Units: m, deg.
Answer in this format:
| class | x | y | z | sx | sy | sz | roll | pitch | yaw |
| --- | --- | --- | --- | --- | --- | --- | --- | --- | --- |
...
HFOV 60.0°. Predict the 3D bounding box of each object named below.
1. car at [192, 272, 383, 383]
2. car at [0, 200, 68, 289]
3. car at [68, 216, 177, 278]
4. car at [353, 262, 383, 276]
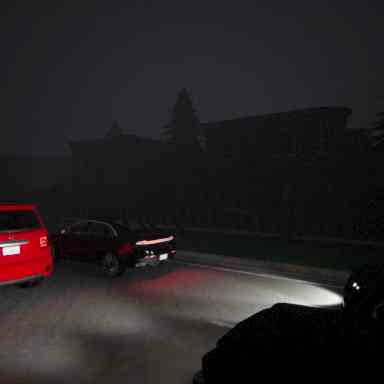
| class | x | y | z | sx | sy | sz | roll | pitch | yaw |
| --- | --- | --- | --- | --- | --- | --- | --- | --- | --- |
| car | 2.334 | 1.601 | 2.327 | 4.718 | 1.301 | 1.895 | 0 | 0 | 36 |
| car | -5.637 | 1.221 | 7.975 | 5.566 | 2.045 | 2.150 | 0 | 0 | 36 |
| car | -2.708 | 1.491 | 10.174 | 4.902 | 1.511 | 2.128 | 0 | 0 | 36 |
| car | 4.570 | 1.564 | 5.030 | 4.181 | 1.385 | 1.994 | 0 | 0 | 35 |
